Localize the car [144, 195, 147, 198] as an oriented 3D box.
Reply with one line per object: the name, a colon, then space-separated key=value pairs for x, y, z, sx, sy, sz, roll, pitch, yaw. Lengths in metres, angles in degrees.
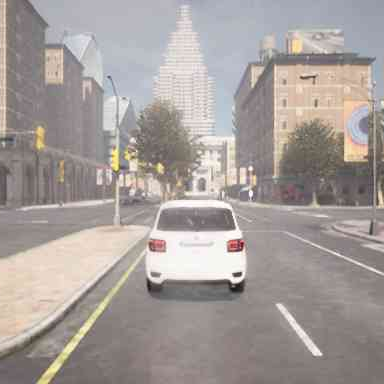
car: x=-11.701 y=1.474 z=78.792 sx=1.837 sy=1.490 sz=4.892 roll=0 pitch=0 yaw=0

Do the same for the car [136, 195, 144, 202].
car: x=-11.675 y=1.576 z=68.611 sx=1.895 sy=1.301 sz=4.718 roll=0 pitch=0 yaw=0

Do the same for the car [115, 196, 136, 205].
car: x=-11.704 y=1.485 z=58.557 sx=1.837 sy=1.490 sz=4.892 roll=0 pitch=0 yaw=0

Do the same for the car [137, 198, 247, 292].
car: x=0.080 y=1.218 z=9.088 sx=2.150 sy=2.045 sz=5.566 roll=0 pitch=0 yaw=0

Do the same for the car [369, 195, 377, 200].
car: x=37.763 y=1.457 z=71.468 sx=2.231 sy=1.521 sz=4.892 roll=0 pitch=0 yaw=0
